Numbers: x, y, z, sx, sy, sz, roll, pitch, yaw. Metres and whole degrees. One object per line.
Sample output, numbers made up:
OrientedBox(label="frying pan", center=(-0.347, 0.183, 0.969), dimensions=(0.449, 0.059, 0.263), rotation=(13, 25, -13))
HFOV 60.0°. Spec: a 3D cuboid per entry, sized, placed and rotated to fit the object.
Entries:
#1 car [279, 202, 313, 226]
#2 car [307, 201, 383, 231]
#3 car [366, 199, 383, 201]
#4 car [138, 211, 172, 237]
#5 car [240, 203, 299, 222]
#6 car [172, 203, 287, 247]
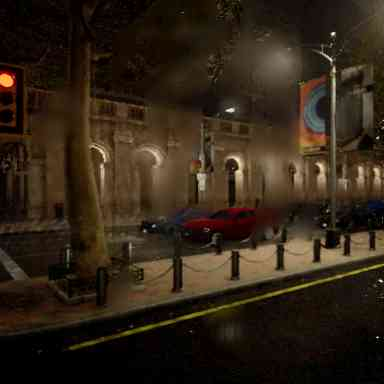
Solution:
OrientedBox(label="car", center=(7.639, 1.473, 23.457), dimensions=(4.892, 1.490, 1.837), rotation=(0, 0, -35))
OrientedBox(label="car", center=(9.852, 1.515, 20.741), dimensions=(5.357, 1.411, 2.033), rotation=(0, 0, -35))
OrientedBox(label="car", center=(16.127, 1.429, 29.491), dimensions=(5.008, 1.535, 1.882), rotation=(0, 0, -35))
OrientedBox(label="car", center=(-0.168, 1.531, 17.974), dimensions=(5.357, 1.411, 2.033), rotation=(0, 0, -35))
OrientedBox(label="car", center=(6.193, 1.562, 26.398), dimensions=(4.718, 1.301, 1.895), rotation=(0, 0, -36))
OrientedBox(label="car", center=(1.824, 1.462, 15.097), dimensions=(5.008, 1.535, 1.882), rotation=(0, 0, -35))
